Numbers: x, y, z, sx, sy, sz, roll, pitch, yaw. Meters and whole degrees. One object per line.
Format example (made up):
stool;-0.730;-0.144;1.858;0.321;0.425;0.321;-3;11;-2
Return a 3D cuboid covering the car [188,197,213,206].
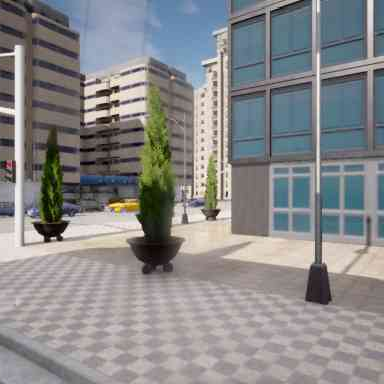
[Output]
car;1.471;1.581;56.007;1.812;1.442;4.674;0;0;36

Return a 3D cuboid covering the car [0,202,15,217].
car;-17.191;1.603;29.760;2.033;1.411;5.357;0;0;35

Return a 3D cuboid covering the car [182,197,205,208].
car;0.460;1.581;48.604;1.812;1.442;4.674;0;0;35

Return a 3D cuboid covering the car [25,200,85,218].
car;-12.535;1.581;30.244;1.812;1.442;4.674;0;0;35

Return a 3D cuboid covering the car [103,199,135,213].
car;-7.216;1.533;37.794;1.882;1.535;5.008;0;0;35

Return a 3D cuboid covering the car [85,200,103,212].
car;-11.859;1.619;37.292;1.994;1.385;4.181;0;0;35
